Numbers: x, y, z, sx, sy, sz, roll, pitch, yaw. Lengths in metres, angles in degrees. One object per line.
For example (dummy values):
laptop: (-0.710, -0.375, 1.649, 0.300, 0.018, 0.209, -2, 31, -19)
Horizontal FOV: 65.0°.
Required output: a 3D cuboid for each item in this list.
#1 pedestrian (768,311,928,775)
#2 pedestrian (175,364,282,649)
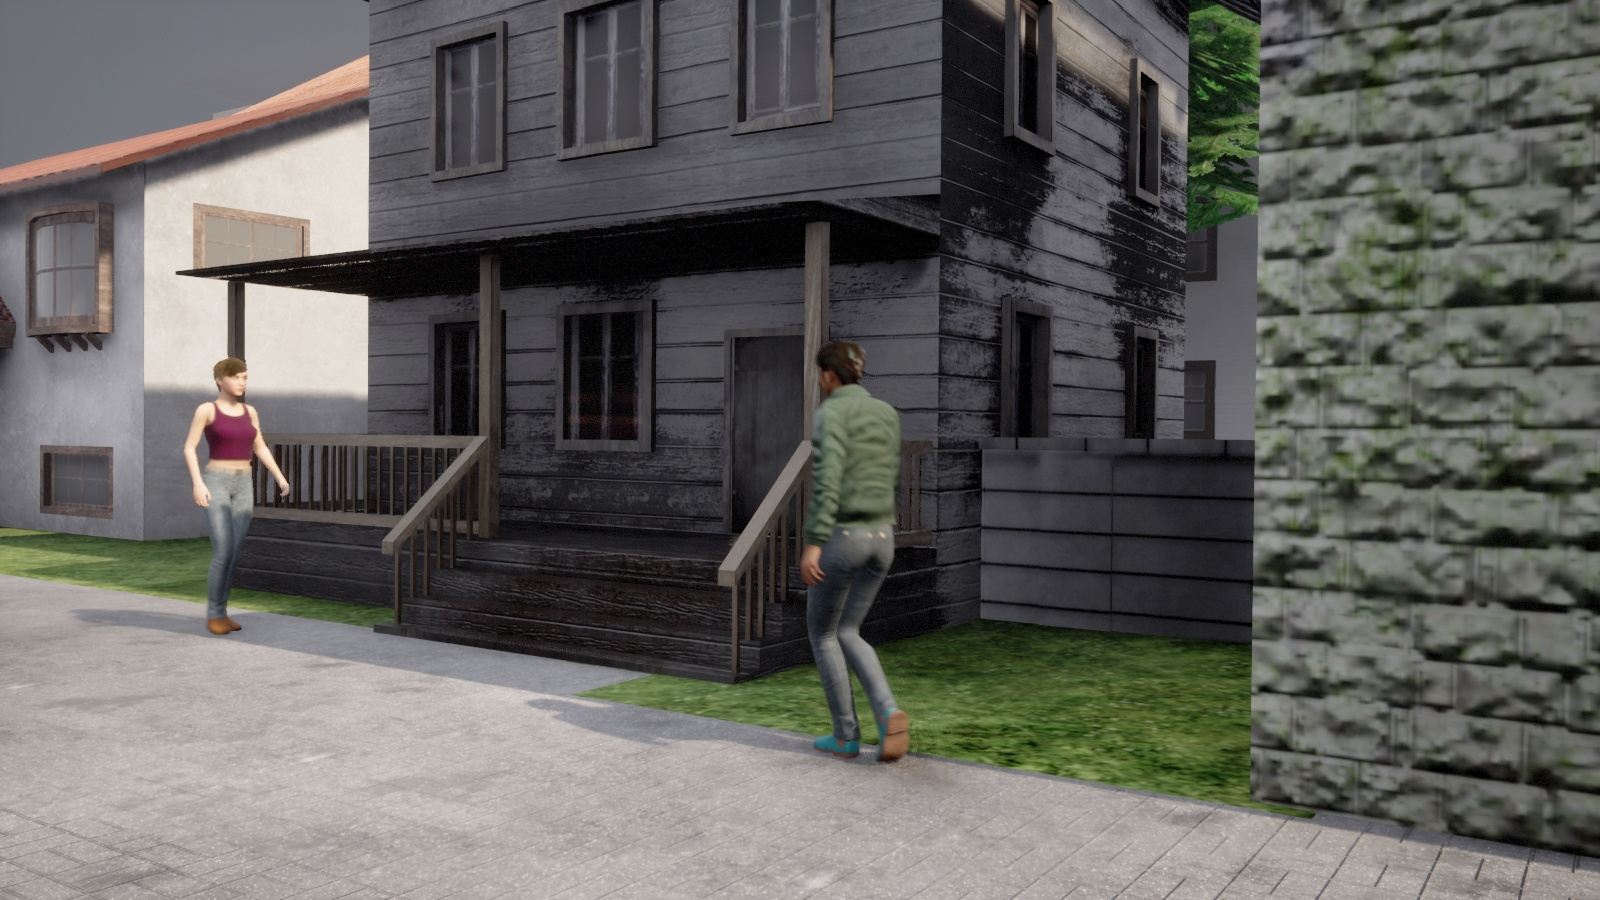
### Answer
pedestrian: (0.197, 0.366, 5.342, 0.353, 1.847, 0.614, -1, 1, -37)
pedestrian: (-3.805, 0.361, 8.360, 0.594, 1.836, 0.345, 0, 1, 31)
